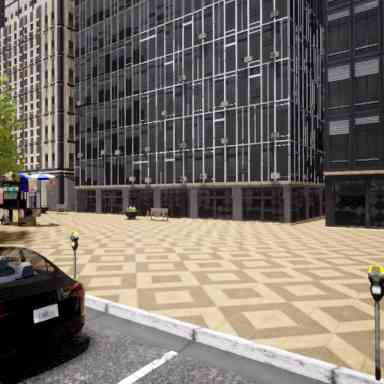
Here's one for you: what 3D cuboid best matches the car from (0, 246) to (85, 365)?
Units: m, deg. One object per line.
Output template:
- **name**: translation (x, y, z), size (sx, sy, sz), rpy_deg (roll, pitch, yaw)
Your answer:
- **car**: translation (-3.531, 1.566, 5.406), size (4.313, 1.339, 1.947), rpy_deg (0, 0, 36)
